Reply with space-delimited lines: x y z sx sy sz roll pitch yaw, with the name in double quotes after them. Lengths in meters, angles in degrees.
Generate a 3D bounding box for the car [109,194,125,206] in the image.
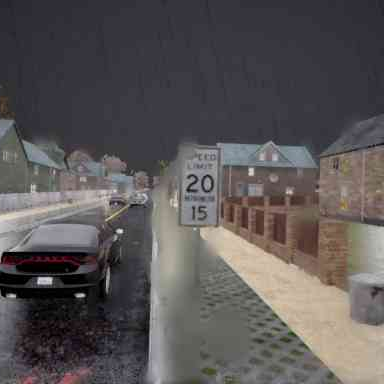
-9.498 0.975 42.905 2.033 1.411 5.357 2 0 -6 "car"

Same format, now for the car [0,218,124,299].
-2.825 1.365 8.230 1.882 1.535 5.008 2 0 -6 "car"

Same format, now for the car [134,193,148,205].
-7.336 0.972 48.291 1.812 1.442 4.674 2 0 -6 "car"

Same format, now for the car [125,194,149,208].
-6.199 1.104 38.659 2.033 1.411 5.357 2 0 -6 "car"
